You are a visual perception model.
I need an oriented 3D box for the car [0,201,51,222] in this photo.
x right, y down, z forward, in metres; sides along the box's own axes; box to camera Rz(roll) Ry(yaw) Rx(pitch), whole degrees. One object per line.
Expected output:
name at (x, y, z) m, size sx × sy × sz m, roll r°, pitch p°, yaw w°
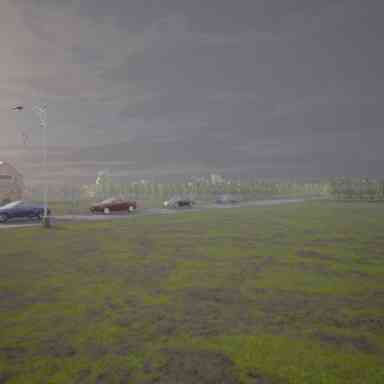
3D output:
car at (-13.068, 1.408, 25.185) m, size 1.812 × 1.442 × 4.674 m, roll 0°, pitch 0°, yaw 36°

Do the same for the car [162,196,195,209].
car at (-1.573, 1.201, 40.632) m, size 2.128 × 1.511 × 4.902 m, roll 0°, pitch 0°, yaw 37°

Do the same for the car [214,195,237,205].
car at (5.020, 1.176, 49.406) m, size 1.994 × 1.385 × 4.181 m, roll 0°, pitch 0°, yaw 37°

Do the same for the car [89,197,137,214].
car at (-7.647, 1.279, 32.503) m, size 1.882 × 1.535 × 5.008 m, roll 0°, pitch 0°, yaw 37°
